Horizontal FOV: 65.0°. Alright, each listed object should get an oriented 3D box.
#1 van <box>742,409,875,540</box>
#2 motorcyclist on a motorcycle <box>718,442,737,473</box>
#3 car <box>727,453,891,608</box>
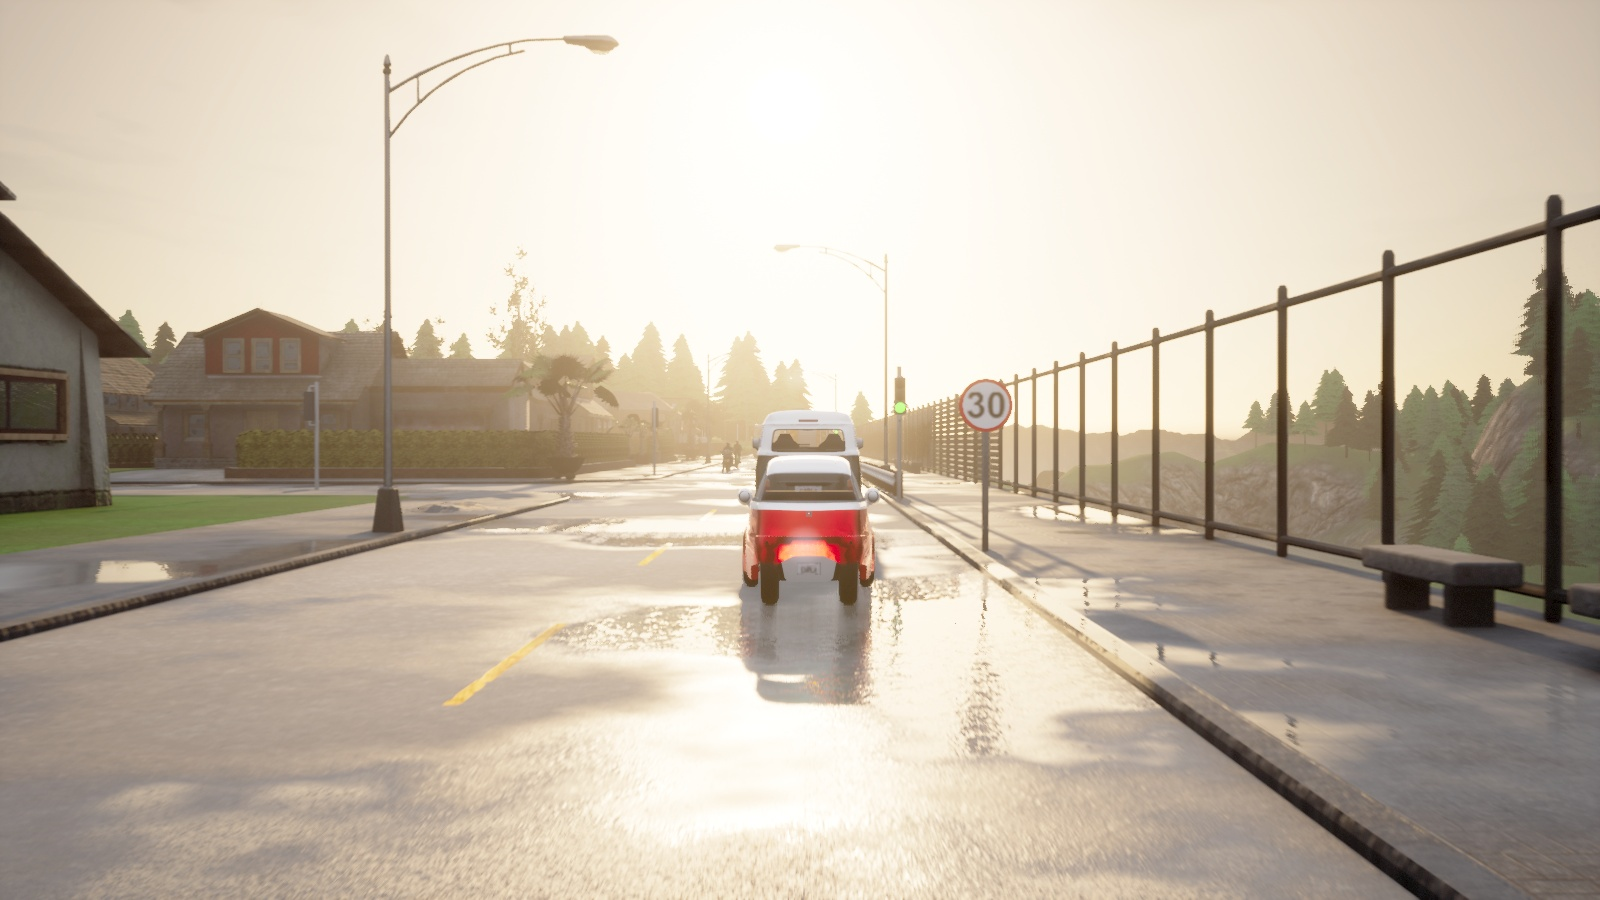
[{"bbox_3d":[0.140,0.350,21.781,2.069,2.038,4.480,0,1,0],"label":"van"},{"bbox_3d":[-3.626,0.370,63.064,0.797,1.523,2.044,0,0,0],"label":"motorcyclist on a motorcycle"},{"bbox_3d":[0.086,0.731,12.462,1.481,1.376,2.207,0,1,0],"label":"car"}]
